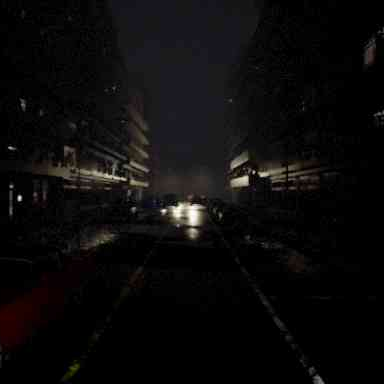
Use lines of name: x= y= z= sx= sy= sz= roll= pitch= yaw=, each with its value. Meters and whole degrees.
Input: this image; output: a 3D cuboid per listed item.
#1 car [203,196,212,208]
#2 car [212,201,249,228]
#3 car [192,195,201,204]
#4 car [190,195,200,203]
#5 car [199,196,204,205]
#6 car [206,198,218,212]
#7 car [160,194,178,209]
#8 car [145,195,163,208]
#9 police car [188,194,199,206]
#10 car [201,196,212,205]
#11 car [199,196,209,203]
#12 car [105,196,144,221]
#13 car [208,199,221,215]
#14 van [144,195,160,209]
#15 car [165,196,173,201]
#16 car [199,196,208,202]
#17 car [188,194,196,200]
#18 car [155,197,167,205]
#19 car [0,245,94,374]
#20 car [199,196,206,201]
car: x=2.664 y=1.448 z=38.970 sx=1.967 sy=1.590 sz=4.097 roll=0 pitch=0 yaw=0
car: x=2.675 y=1.554 z=21.985 sx=2.008 sy=1.369 sz=4.403 roll=0 pitch=0 yaw=0
car: x=0.856 y=1.516 z=67.769 sx=1.801 sy=1.575 sz=5.366 roll=0 pitch=0 yaw=0
car: x=0.696 y=1.553 z=73.543 sx=1.882 sy=1.535 sz=5.008 roll=0 pitch=0 yaw=-3
car: x=2.652 y=1.473 z=55.953 sx=1.967 sy=1.590 sz=4.097 roll=0 pitch=0 yaw=0
car: x=2.668 y=1.550 z=33.310 sx=1.887 sy=1.381 sz=4.507 roll=0 pitch=0 yaw=0
car: x=-3.117 y=1.237 z=47.113 sx=2.150 sy=2.045 sz=5.566 roll=0 pitch=0 yaw=0
car: x=-5.725 y=1.336 z=50.309 sx=2.192 sy=1.841 sz=5.009 roll=0 pitch=0 yaw=0
police car: x=0.763 y=1.462 z=57.669 sx=1.930 sy=1.638 sz=5.238 roll=0 pitch=0 yaw=-2
car: x=2.648 y=1.572 z=61.785 sx=1.752 sy=1.417 sz=4.829 roll=0 pitch=0 yaw=0
car: x=2.641 y=1.618 z=72.940 sx=1.887 sy=1.381 sz=4.507 roll=0 pitch=0 yaw=0
car: x=-5.709 y=1.319 z=27.663 sx=2.192 sy=1.841 sz=5.009 roll=0 pitch=0 yaw=0
car: x=2.672 y=1.555 z=27.647 sx=2.008 sy=1.369 sz=4.403 roll=0 pitch=0 yaw=0
van: x=-5.720 y=1.353 z=44.649 sx=1.690 sy=1.788 sz=3.998 roll=0 pitch=0 yaw=0
car: x=-5.747 y=1.627 z=84.111 sx=1.752 sy=1.417 sz=4.829 roll=0 pitch=0 yaw=0
car: x=2.637 y=1.631 z=78.606 sx=1.887 sy=1.381 sz=4.507 roll=0 pitch=0 yaw=0
car: x=-0.058 y=1.354 z=91.079 sx=2.097 sy=1.767 sz=4.553 roll=0 pitch=0 yaw=0
car: x=-5.732 y=1.590 z=61.633 sx=1.887 sy=1.381 sz=4.507 roll=0 pitch=0 yaw=0
car: x=-3.104 y=1.601 z=5.124 sx=1.895 sy=1.301 sz=4.718 roll=0 pitch=0 yaw=0
car: x=2.633 y=1.628 z=84.434 sx=1.752 sy=1.417 sz=4.829 roll=0 pitch=0 yaw=0
